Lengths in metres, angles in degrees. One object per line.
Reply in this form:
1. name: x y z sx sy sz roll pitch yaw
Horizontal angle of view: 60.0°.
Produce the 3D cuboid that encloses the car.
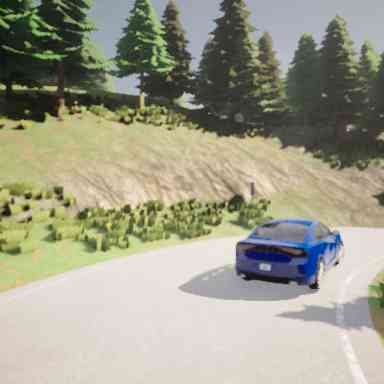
1. car: 2.898 1.463 9.272 1.882 1.535 5.008 0 0 32
